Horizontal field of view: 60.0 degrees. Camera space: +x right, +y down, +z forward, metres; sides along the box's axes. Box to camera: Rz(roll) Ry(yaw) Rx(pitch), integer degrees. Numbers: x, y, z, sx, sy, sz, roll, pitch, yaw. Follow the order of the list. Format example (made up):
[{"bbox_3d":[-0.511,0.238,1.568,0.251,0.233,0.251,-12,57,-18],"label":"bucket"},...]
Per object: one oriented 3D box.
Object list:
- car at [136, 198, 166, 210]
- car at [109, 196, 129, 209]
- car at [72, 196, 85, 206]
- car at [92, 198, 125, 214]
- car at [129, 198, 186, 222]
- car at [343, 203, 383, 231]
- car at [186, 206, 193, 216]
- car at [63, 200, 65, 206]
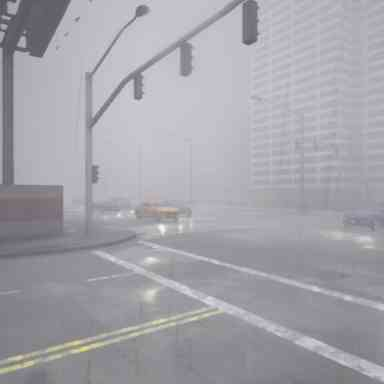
[{"bbox_3d":[-5.344,1.500,42.678,1.812,1.442,4.674,0,0,-35],"label":"car"},{"bbox_3d":[-9.159,1.331,41.678,2.097,1.767,4.553,0,0,-36],"label":"car"},{"bbox_3d":[-18.381,1.472,54.891,2.128,1.511,4.902,0,0,-35],"label":"car"},{"bbox_3d":[-9.365,1.585,35.886,1.895,1.301,4.718,0,0,-35],"label":"car"},{"bbox_3d":[-2.889,1.462,26.690,1.882,1.535,5.008,0,0,-35],"label":"car"},{"bbox_3d":[11.339,1.451,20.666,5.008,1.535,1.882,0,0,-35],"label":"car"},{"bbox_3d":[-1.827,1.505,31.263,1.812,1.442,4.674,0,0,-35],"label":"car"},{"bbox_3d":[-22.339,1.531,54.461,2.033,1.411,5.357,0,0,-35],"label":"car"}]
